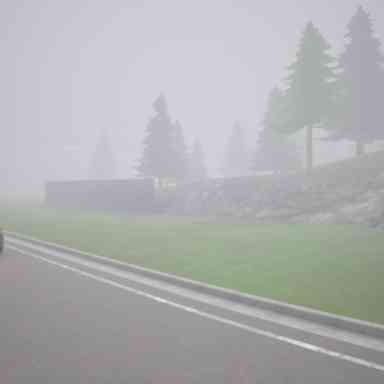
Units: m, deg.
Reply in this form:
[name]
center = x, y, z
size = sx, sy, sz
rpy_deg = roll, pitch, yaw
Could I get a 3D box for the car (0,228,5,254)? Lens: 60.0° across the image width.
[car]
center = -8.193, 1.424, 11.835
size = 4.674, 1.442, 1.812
rpy_deg = 1, 0, 44
